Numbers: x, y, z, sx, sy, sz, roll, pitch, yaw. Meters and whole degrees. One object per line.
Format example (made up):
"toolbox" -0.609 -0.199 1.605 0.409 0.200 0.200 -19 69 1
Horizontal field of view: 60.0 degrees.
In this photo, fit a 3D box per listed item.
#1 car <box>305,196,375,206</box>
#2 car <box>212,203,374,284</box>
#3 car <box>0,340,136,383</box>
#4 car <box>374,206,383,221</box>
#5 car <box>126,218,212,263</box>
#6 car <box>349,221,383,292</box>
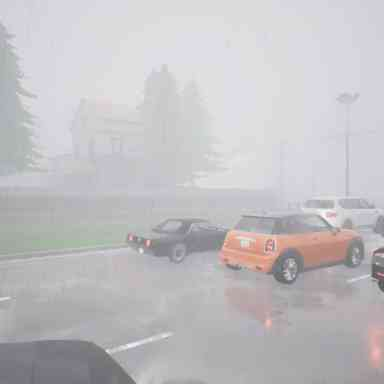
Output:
"car" 8.106 1.223 17.697 5.566 2.045 2.150 0 0 -36
"car" 3.091 1.352 9.799 4.553 1.767 2.097 0 0 -36
"car" -2.668 1.547 1.334 5.357 1.411 2.033 0 0 -35
"car" 10.546 1.479 15.143 5.008 1.535 1.882 0 0 -36
"car" 0.174 1.601 12.000 4.718 1.301 1.895 0 0 -36
"car" 5.976 1.492 7.558 4.902 1.511 2.128 0 0 -36
